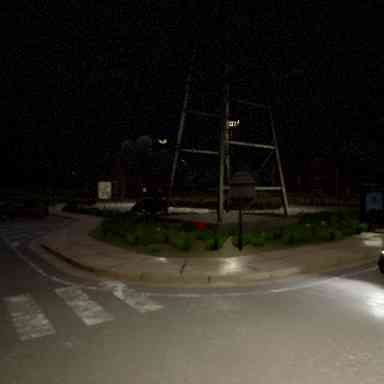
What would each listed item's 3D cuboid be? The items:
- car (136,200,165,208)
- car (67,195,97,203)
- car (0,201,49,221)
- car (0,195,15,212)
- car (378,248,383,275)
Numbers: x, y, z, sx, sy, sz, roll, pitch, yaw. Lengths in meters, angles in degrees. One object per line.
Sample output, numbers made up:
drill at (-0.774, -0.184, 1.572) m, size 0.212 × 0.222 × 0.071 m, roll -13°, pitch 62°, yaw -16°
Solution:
car at (-4.466, 1.560, 36.057) m, size 3.905 × 1.438 × 1.784 m, roll 0°, pitch 0°, yaw -36°
car at (-17.882, 1.350, 54.095) m, size 4.605 × 1.855 × 1.932 m, roll 0°, pitch 0°, yaw -36°
car at (-14.146, 1.517, 27.499) m, size 4.193 × 1.474 × 1.816 m, roll 0°, pitch 0°, yaw -36°
car at (-22.564, 1.324, 38.046) m, size 3.866 × 1.878 × 1.905 m, roll 0°, pitch 0°, yaw -36°
car at (7.048, 1.550, 9.100) m, size 4.674 × 1.442 × 1.812 m, roll 0°, pitch 0°, yaw -33°
